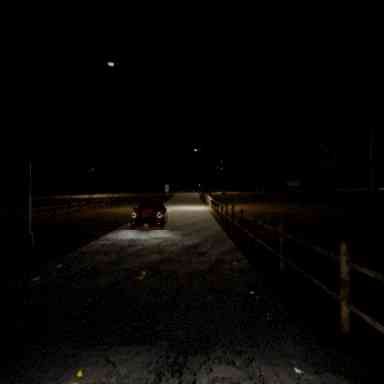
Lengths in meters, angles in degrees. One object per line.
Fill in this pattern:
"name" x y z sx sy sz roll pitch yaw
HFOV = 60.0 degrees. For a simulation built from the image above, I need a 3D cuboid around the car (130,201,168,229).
"car" -2.747 1.396 22.084 2.097 1.767 4.553 0 0 0
